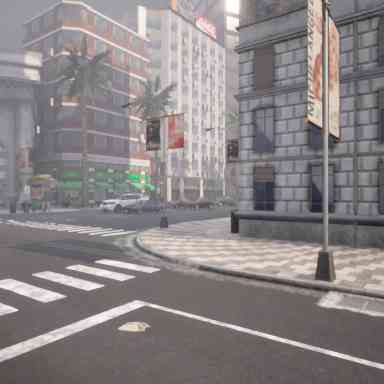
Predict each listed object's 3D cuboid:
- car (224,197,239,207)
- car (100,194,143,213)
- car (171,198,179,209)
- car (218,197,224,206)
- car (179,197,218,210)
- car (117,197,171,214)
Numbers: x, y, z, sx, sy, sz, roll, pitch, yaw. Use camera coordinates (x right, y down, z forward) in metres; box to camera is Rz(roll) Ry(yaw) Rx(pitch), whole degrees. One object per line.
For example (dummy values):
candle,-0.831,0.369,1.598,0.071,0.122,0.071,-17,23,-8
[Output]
car,7.438,1.564,51.225,4.181,1.385,1.994,0,0,-43
car,-7.771,1.221,37.844,2.150,2.045,5.566,0,0,36
car,-1.771,1.526,45.847,1.812,1.442,4.674,0,0,37
car,4.881,1.492,53.605,4.902,1.511,2.128,0,0,-44
car,0.907,1.478,43.629,1.882,1.535,5.008,0,0,38
car,-5.056,1.547,35.651,2.033,1.411,5.357,0,0,36
